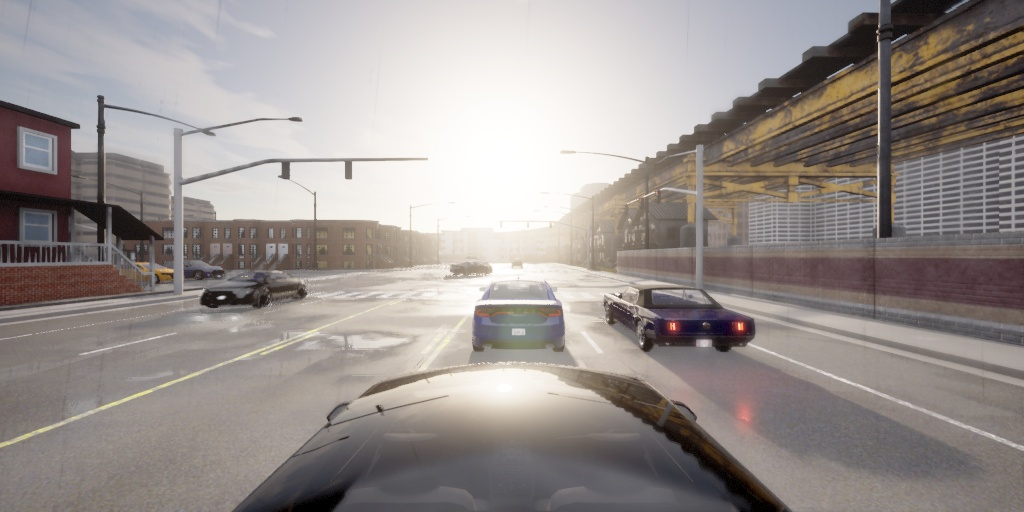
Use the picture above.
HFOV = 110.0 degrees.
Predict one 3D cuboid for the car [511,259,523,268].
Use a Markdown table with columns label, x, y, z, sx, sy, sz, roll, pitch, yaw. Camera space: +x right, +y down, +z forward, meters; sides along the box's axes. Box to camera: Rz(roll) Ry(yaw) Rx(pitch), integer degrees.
| label | x | y | z | sx | sy | sz | roll | pitch | yaw |
| --- | --- | --- | --- | --- | --- | --- | --- | --- | --- |
| car | 0.893 | 1.254 | 62.794 | 1.837 | 1.490 | 4.892 | 0 | 0 | 1 |

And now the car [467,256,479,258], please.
| label | x | y | z | sx | sy | sz | roll | pitch | yaw |
| --- | --- | --- | --- | --- | --- | --- | --- | --- | --- |
| car | -6.348 | 0.971 | 57.603 | 2.150 | 2.045 | 5.566 | 0 | 0 | 1 |

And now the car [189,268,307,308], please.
| label | x | y | z | sx | sy | sz | roll | pitch | yaw |
| --- | --- | --- | --- | --- | --- | --- | --- | --- | --- |
| car | -10.482 | 1.314 | 14.908 | 1.994 | 1.385 | 4.181 | 0 | 0 | -1 |

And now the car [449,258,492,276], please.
| label | x | y | z | sx | sy | sz | roll | pitch | yaw |
| --- | --- | --- | --- | --- | --- | --- | --- | --- | --- |
| car | -4.099 | 1.241 | 36.552 | 2.128 | 1.511 | 4.902 | 0 | 0 | 43 |

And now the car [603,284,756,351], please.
| label | x | y | z | sx | sy | sz | roll | pitch | yaw |
| --- | --- | --- | --- | --- | --- | --- | --- | --- | --- |
| car | 3.658 | 1.351 | 8.953 | 1.895 | 1.301 | 4.718 | 0 | 0 | 1 |

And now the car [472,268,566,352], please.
| label | x | y | z | sx | sy | sz | roll | pitch | yaw |
| --- | --- | --- | --- | --- | --- | --- | --- | --- | --- |
| car | 0.159 | 1.228 | 8.994 | 1.882 | 1.535 | 5.008 | 0 | 0 | 1 |

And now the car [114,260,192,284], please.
| label | x | y | z | sx | sy | sz | roll | pitch | yaw |
| --- | --- | --- | --- | --- | --- | --- | --- | --- | --- |
| car | -27.095 | 1.228 | 26.423 | 5.008 | 1.535 | 1.882 | 0 | 0 | 0 |

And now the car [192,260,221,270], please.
| label | x | y | z | sx | sy | sz | roll | pitch | yaw |
| --- | --- | --- | --- | --- | --- | --- | --- | --- | --- |
| car | -26.669 | 1.103 | 29.923 | 4.553 | 1.767 | 2.097 | 0 | 0 | 1 |
